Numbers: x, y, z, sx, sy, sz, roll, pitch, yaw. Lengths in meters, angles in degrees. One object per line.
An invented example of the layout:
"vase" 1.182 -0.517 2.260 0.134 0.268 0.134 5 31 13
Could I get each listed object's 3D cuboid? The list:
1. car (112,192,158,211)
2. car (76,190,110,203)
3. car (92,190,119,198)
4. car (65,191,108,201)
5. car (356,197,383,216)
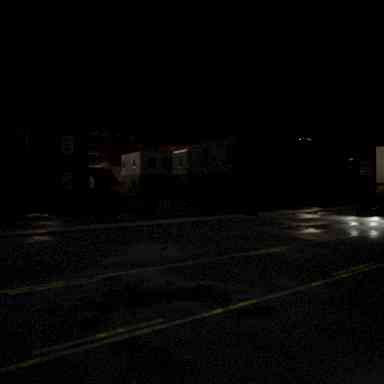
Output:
"car" -5.268 1.033 32.019 3.806 1.475 1.970 -1 1 -35
"car" -13.150 0.522 44.325 3.988 1.617 1.851 -1 1 -35
"car" -9.090 0.668 39.238 5.027 1.636 2.152 0 0 -35
"car" -14.797 0.513 46.835 5.357 1.415 2.033 0 0 -35
"car" 15.808 1.127 28.041 5.008 1.535 1.882 -1 1 -35
